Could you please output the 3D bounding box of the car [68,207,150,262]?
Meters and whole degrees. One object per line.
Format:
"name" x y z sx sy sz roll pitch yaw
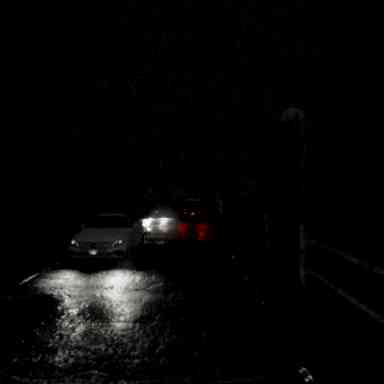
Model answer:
"car" -2.824 1.452 11.893 1.812 1.442 4.674 0 0 0

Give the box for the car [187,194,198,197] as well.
"car" 0.070 1.107 42.943 2.097 1.767 4.553 0 0 0

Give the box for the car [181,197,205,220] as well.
"car" 0.072 1.371 26.130 1.812 1.442 4.674 0 1 0

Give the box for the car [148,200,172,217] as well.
"car" -2.798 1.397 28.506 1.994 1.385 4.181 0 0 1
